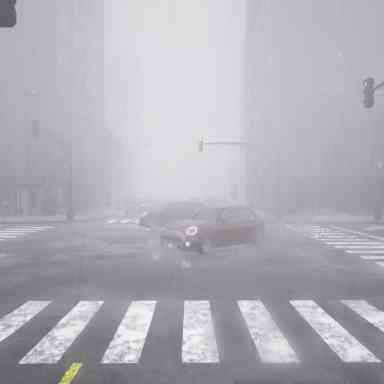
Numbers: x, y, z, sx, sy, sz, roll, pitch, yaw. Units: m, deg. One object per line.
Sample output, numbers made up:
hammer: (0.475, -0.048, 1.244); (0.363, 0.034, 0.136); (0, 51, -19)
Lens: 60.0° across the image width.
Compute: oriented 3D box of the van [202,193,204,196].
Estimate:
van: (2.939, 1.344, 56.068); (1.690, 1.788, 3.998); (0, 0, 0)

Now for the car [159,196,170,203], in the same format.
car: (-5.530, 1.566, 67.441); (1.947, 1.339, 4.313); (0, 0, 0)

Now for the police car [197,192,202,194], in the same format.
police car: (2.754, 1.421, 79.498); (1.930, 1.638, 5.238); (0, 0, 0)

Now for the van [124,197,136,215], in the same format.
van: (-5.698, 1.343, 33.431); (1.690, 1.788, 3.998); (0, 0, 0)

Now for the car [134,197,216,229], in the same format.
car: (-0.988, 1.352, 20.649); (4.553, 1.767, 2.097); (0, 0, 0)

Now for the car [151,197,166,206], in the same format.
car: (-5.586, 1.568, 56.105); (1.947, 1.339, 4.313); (0, 0, 0)

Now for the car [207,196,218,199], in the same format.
car: (2.828, 1.442, 33.392); (1.967, 1.590, 4.097); (0, 0, 0)

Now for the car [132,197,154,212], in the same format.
car: (-5.670, 1.442, 39.100); (1.967, 1.590, 4.097); (0, 0, 0)

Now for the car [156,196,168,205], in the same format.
car: (-5.559, 1.527, 61.603); (1.752, 1.417, 4.829); (0, 0, 0)

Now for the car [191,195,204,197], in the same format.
car: (0.327, 1.550, 47.511); (2.033, 1.411, 5.357); (0, 0, 0)

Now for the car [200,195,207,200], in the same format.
car: (3.108, 1.557, 90.084); (1.947, 1.339, 4.313); (0, 0, 0)

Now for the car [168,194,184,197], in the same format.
car: (-2.829, 1.550, 53.879); (2.033, 1.411, 5.357); (0, 0, 1)

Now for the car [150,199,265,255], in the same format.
car: (0.912, 1.355, 13.473); (4.553, 1.767, 2.097); (0, 0, -40)

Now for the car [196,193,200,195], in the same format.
car: (0.378, 1.524, 71.153); (1.812, 1.442, 4.674); (0, 0, 0)

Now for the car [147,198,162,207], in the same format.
car: (-5.614, 1.585, 50.436); (1.802, 1.307, 4.206); (0, 0, 0)

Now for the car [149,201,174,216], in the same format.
car: (-2.940, 1.602, 33.206); (1.895, 1.301, 4.718); (0, 0, 3)

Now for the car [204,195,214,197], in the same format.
car: (2.883, 1.443, 44.730); (1.967, 1.590, 4.097); (0, 0, 0)

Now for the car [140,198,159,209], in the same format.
car: (-5.642, 1.568, 44.768); (1.947, 1.339, 4.313); (0, 0, 0)
